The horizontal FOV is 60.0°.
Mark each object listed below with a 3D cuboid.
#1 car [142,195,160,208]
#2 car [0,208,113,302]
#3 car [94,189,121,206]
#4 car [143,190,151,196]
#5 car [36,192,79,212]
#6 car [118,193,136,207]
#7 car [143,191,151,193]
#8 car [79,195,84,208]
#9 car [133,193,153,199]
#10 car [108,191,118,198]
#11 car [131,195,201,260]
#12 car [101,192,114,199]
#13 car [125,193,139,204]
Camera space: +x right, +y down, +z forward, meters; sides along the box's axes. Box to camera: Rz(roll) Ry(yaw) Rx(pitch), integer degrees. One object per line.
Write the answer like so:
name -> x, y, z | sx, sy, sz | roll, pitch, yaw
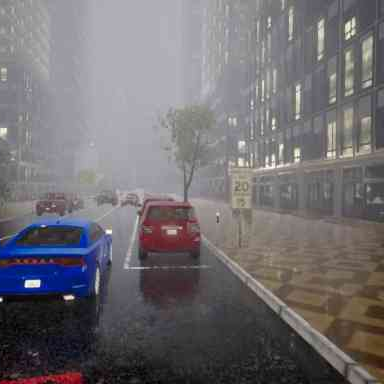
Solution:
car -> -4.936, 1.134, 39.520 | 2.008, 1.369, 4.403 | 1, 1, -8
car -> -3.070, 1.388, 8.135 | 1.882, 1.535, 5.008 | 1, 1, -8
car -> -10.731, 0.689, 42.564 | 2.150, 2.045, 5.566 | 1, 1, -8
car -> -12.746, 0.277, 94.549 | 2.192, 1.841, 5.009 | 1, 1, -8
car -> -11.172, 0.917, 27.402 | 2.192, 1.841, 5.009 | 1, 1, -8
car -> -7.662, 1.130, 40.950 | 1.895, 1.301, 4.718 | 1, 1, -8
car -> -7.280, 0.940, 56.030 | 1.887, 1.381, 4.507 | 1, 1, -8
car -> -11.955, 0.979, 32.907 | 1.967, 1.590, 4.097 | 1, 1, -8
car -> -1.794, 1.155, 17.510 | 2.192, 1.841, 5.009 | 1, 1, -8
car -> -18.204, 0.478, 76.932 | 1.967, 1.590, 4.097 | 1, 1, -8
car -> -0.917, 1.220, 12.022 | 2.192, 1.841, 5.009 | 1, 1, -8
car -> -16.643, 0.713, 65.927 | 2.008, 1.369, 4.403 | 1, 1, -8
car -> -9.108, 0.893, 50.801 | 1.882, 1.535, 5.008 | 1, 1, -8
